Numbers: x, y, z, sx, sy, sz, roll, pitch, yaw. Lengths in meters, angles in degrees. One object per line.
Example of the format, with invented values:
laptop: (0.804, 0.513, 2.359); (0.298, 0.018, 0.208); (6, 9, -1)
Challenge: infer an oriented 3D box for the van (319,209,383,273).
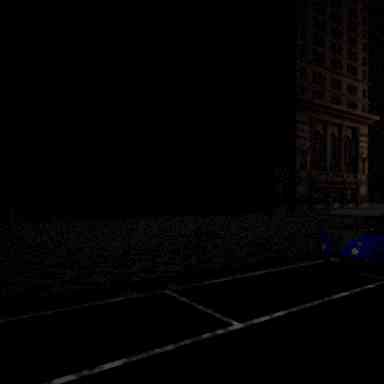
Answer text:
van: (5.816, 1.454, 10.791); (3.998, 1.788, 1.690); (1, -1, -35)
